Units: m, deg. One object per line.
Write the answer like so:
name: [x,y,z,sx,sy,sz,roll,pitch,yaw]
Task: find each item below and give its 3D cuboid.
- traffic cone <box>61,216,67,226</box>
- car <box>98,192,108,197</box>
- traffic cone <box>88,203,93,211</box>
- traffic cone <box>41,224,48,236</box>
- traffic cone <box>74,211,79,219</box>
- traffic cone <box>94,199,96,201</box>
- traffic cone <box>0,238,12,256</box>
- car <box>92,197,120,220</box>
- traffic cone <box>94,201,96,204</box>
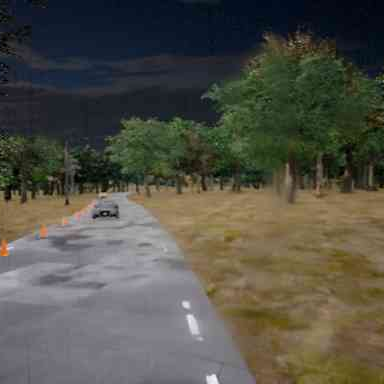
traffic cone: [-8.278,1.865,21.570,0.340,0.580,0.340,-1,1,-10]
car: [-18.708,0.801,70.303,1.882,1.535,5.008,-1,1,-14]
traffic cone: [-11.245,1.733,36.161,0.340,0.580,0.340,-1,1,-13]
traffic cone: [-7.424,1.904,16.681,0.340,0.580,0.340,-1,1,-10]
traffic cone: [-9.200,1.821,26.447,0.340,0.580,0.340,-1,1,-11]
traffic cone: [-13.555,1.631,45.813,0.340,0.580,0.340,-1,1,-14]
traffic cone: [-6.630,1.939,11.780,0.340,0.580,0.340,-1,0,-9]
car: [-6.789,1.404,26.432,1.994,1.385,4.181,-1,1,-11]
traffic cone: [-12.367,1.684,40.995,0.340,0.580,0.340,-1,1,-13]
